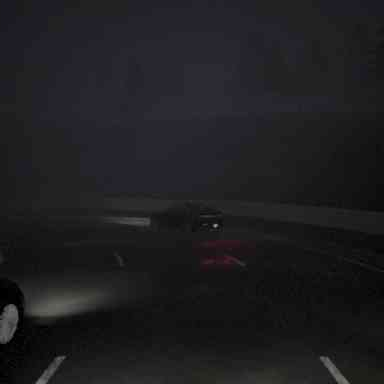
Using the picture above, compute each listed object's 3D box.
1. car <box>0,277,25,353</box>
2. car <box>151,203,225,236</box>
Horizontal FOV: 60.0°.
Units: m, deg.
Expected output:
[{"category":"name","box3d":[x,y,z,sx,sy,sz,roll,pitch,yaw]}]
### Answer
[{"category":"car","box3d":[-3.427,1.470,3.139,1.837,1.490,4.892,0,-1,-1]},{"category":"car","box3d":[-0.378,1.330,17.481,2.128,1.511,4.902,0,0,-37]}]
